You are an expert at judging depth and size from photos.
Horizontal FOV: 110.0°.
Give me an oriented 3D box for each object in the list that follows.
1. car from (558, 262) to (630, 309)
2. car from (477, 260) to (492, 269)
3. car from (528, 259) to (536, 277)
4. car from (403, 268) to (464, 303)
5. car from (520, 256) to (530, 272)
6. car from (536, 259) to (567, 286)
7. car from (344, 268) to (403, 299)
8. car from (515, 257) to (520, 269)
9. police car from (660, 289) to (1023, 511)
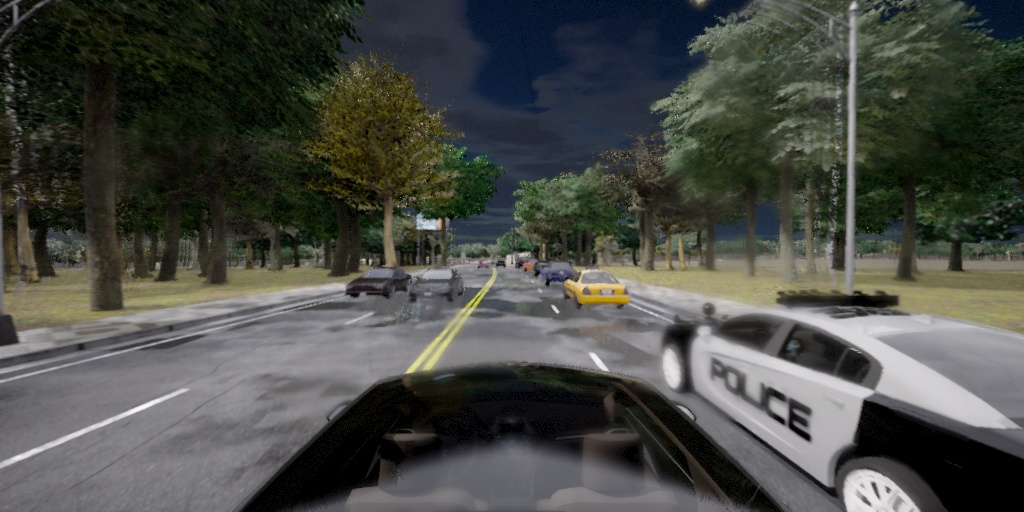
[{"bbox_3d":[3.252,1.210,14.853,1.801,1.575,5.366,0,0,0],"label":"car"},{"bbox_3d":[-4.715,1.426,59.752,1.812,1.442,4.674,0,0,-4],"label":"car"},{"bbox_3d":[3.065,1.291,36.805,1.837,1.490,4.892,0,0,-2],"label":"car"},{"bbox_3d":[-3.362,1.281,16.772,1.812,1.442,4.674,0,0,0],"label":"car"},{"bbox_3d":[2.620,1.179,47.884,2.097,1.767,4.553,0,0,-3],"label":"car"},{"bbox_3d":[3.205,1.117,25.798,2.097,1.767,4.553,0,0,-2],"label":"car"},{"bbox_3d":[-6.600,1.305,18.521,2.033,1.411,5.357,0,0,0],"label":"car"},{"bbox_3d":[1.839,1.106,59.036,2.150,2.045,5.566,0,0,-7],"label":"car"},{"bbox_3d":[3.250,1.174,3.771,1.930,1.638,5.238,0,0,0],"label":"police car"}]
